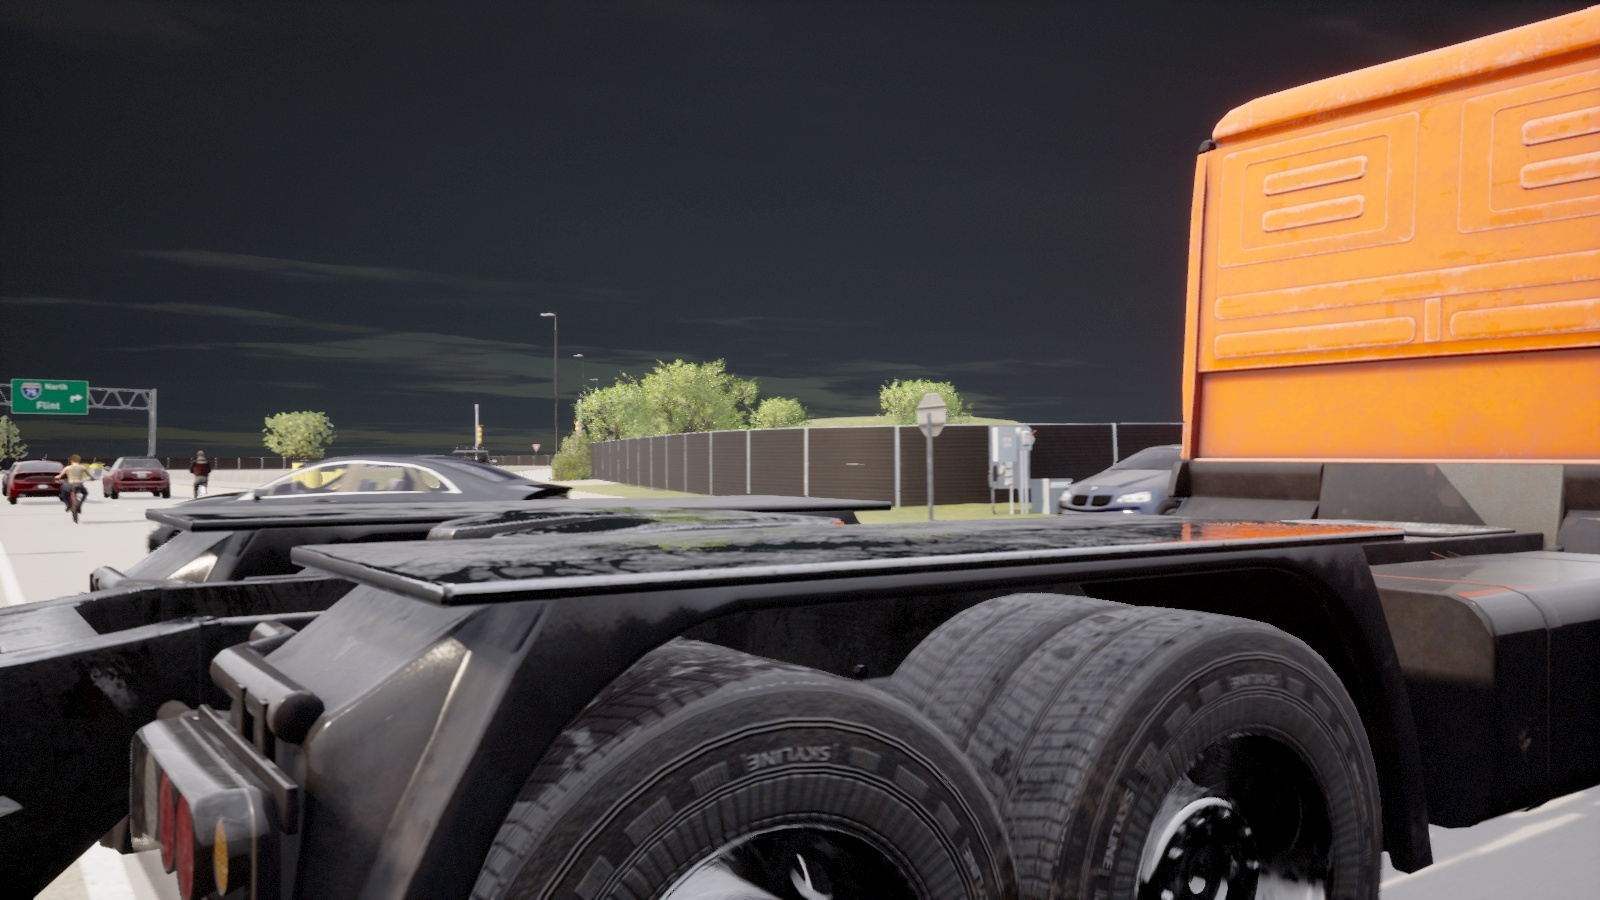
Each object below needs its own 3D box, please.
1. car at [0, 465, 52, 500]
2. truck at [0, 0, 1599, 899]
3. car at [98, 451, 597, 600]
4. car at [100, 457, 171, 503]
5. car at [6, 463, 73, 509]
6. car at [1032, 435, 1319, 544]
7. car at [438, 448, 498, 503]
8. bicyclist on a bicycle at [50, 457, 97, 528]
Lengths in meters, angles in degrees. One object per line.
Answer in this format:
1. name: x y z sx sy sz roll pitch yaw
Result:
1. car: -34.046 1.411 55.228 1.816 1.474 4.193 0 -1 -33
2. truck: 1.367 -0.225 4.657 7.936 3.462 2.891 0 0 -35
3. car: -4.997 0.789 14.226 4.902 1.511 2.128 0 0 10
4. car: -26.853 1.168 50.685 2.097 1.767 4.553 0 -1 -33
5. car: -27.267 1.236 44.958 1.882 1.535 5.008 0 -1 -33
6. car: 6.457 0.621 21.477 4.611 1.667 2.242 0 -1 -34
7. car: -11.720 0.863 44.503 1.932 1.855 4.605 -1 0 -14
8. bicyclist on a bicycle: -17.108 0.984 29.558 0.866 1.612 1.509 0 -1 -33
